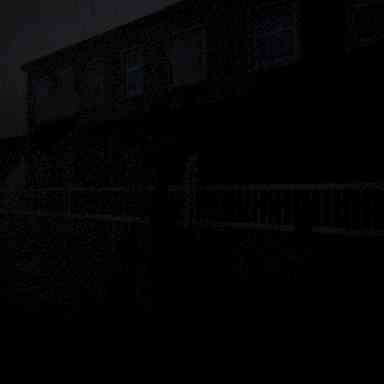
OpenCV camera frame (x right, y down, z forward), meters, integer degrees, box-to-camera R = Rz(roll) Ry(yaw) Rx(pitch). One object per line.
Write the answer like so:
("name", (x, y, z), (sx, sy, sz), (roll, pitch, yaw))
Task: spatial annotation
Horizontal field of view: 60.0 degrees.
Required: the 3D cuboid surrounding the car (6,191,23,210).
("car", (-15.236, 0.769, 28.084), (2.097, 1.767, 4.553), (0, 15, 34))
